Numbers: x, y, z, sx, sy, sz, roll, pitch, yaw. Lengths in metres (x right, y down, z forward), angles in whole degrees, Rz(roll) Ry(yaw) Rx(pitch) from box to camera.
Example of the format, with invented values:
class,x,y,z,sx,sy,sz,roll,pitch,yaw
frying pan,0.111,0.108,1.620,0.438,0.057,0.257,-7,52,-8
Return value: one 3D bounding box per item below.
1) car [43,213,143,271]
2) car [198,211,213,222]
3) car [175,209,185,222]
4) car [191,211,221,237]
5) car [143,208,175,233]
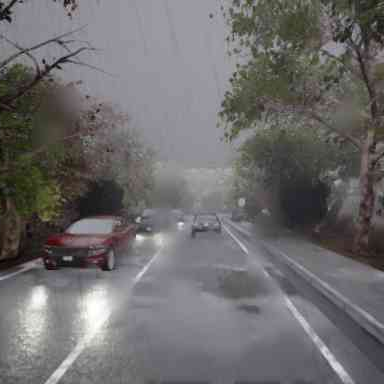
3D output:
class,x,y,z,sx,sy,sz,roll,pitch,yaw
car,-3.192,1.557,11.320,1.882,1.535,5.008,0,-2,2
car,1.805,3.164,43.996,1.895,1.301,4.718,0,-3,3
car,-1.960,2.860,40.186,1.837,1.490,4.892,0,-3,3
car,0.894,2.022,21.246,2.033,1.411,5.357,0,-3,2
car,-2.674,1.922,23.814,2.097,1.767,4.553,0,-3,3
